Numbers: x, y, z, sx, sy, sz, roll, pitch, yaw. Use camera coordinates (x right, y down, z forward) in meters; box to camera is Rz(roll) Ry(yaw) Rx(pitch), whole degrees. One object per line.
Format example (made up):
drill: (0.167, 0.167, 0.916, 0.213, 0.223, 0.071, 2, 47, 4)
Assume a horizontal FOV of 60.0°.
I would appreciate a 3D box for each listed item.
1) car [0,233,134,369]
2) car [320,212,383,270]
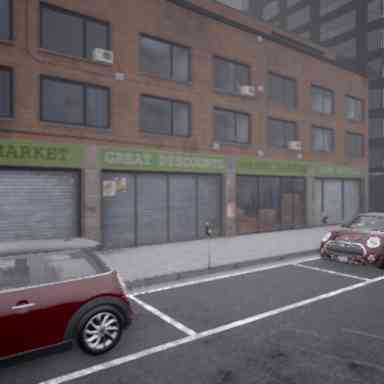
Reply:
car: (-2.961, 1.440, 4.422, 4.097, 1.590, 1.967, 0, 0, -36)
car: (5.995, 1.409, 10.813, 4.097, 1.590, 1.967, 0, 0, -36)
